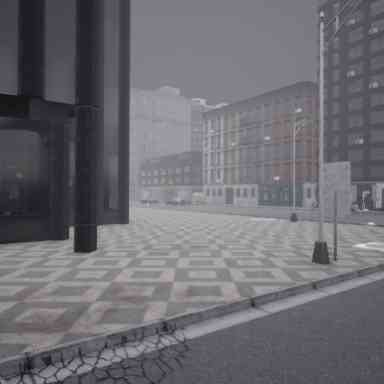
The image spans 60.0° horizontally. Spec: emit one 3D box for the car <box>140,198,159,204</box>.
[{"bbox_3d":[-8.289,1.709,63.953,1.895,1.301,4.718,1,0,-36],"label":"car"}]

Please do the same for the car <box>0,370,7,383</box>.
[{"bbox_3d":[-2.984,1.564,1.248,4.181,1.385,1.994,0,0,-35],"label":"car"}]

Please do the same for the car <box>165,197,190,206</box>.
[{"bbox_3d":[-2.853,1.620,56.403,1.812,1.442,4.674,1,0,-36],"label":"car"}]

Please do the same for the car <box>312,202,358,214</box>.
[{"bbox_3d":[15.505,1.567,36.408,2.128,1.511,4.902,1,0,-36],"label":"car"}]
